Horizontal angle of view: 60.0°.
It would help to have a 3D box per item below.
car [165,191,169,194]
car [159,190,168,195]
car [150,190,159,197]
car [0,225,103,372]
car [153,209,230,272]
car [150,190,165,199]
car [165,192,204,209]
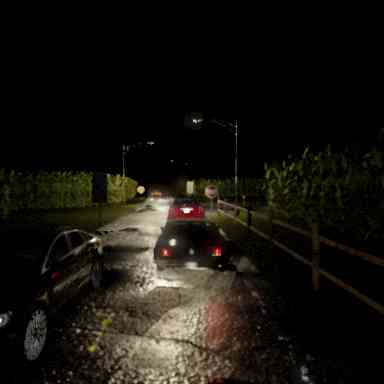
[{"bbox_3d":[-6.188,0.398,79.486,1.994,1.385,4.181,0,1,-9],"label":"car"},{"bbox_3d":[-7.750,0.144,89.051,1.994,1.385,4.181,0,1,-10],"label":"car"},{"bbox_3d":[-9.005,0.346,79.703,2.128,1.511,4.902,0,1,-8],"label":"car"},{"bbox_3d":[-2.911,1.399,5.722,2.128,1.511,4.902,0,1,-1],"label":"car"},{"bbox_3d":[-0.053,1.439,10.197,1.895,1.301,4.718,0,1,-1],"label":"car"},{"bbox_3d":[-6.913,0.402,64.703,2.097,1.767,4.553,0,1,-7],"label":"car"},{"bbox_3d":[-0.365,1.039,20.076,2.097,1.767,4.553,0,1,-2],"label":"car"}]
